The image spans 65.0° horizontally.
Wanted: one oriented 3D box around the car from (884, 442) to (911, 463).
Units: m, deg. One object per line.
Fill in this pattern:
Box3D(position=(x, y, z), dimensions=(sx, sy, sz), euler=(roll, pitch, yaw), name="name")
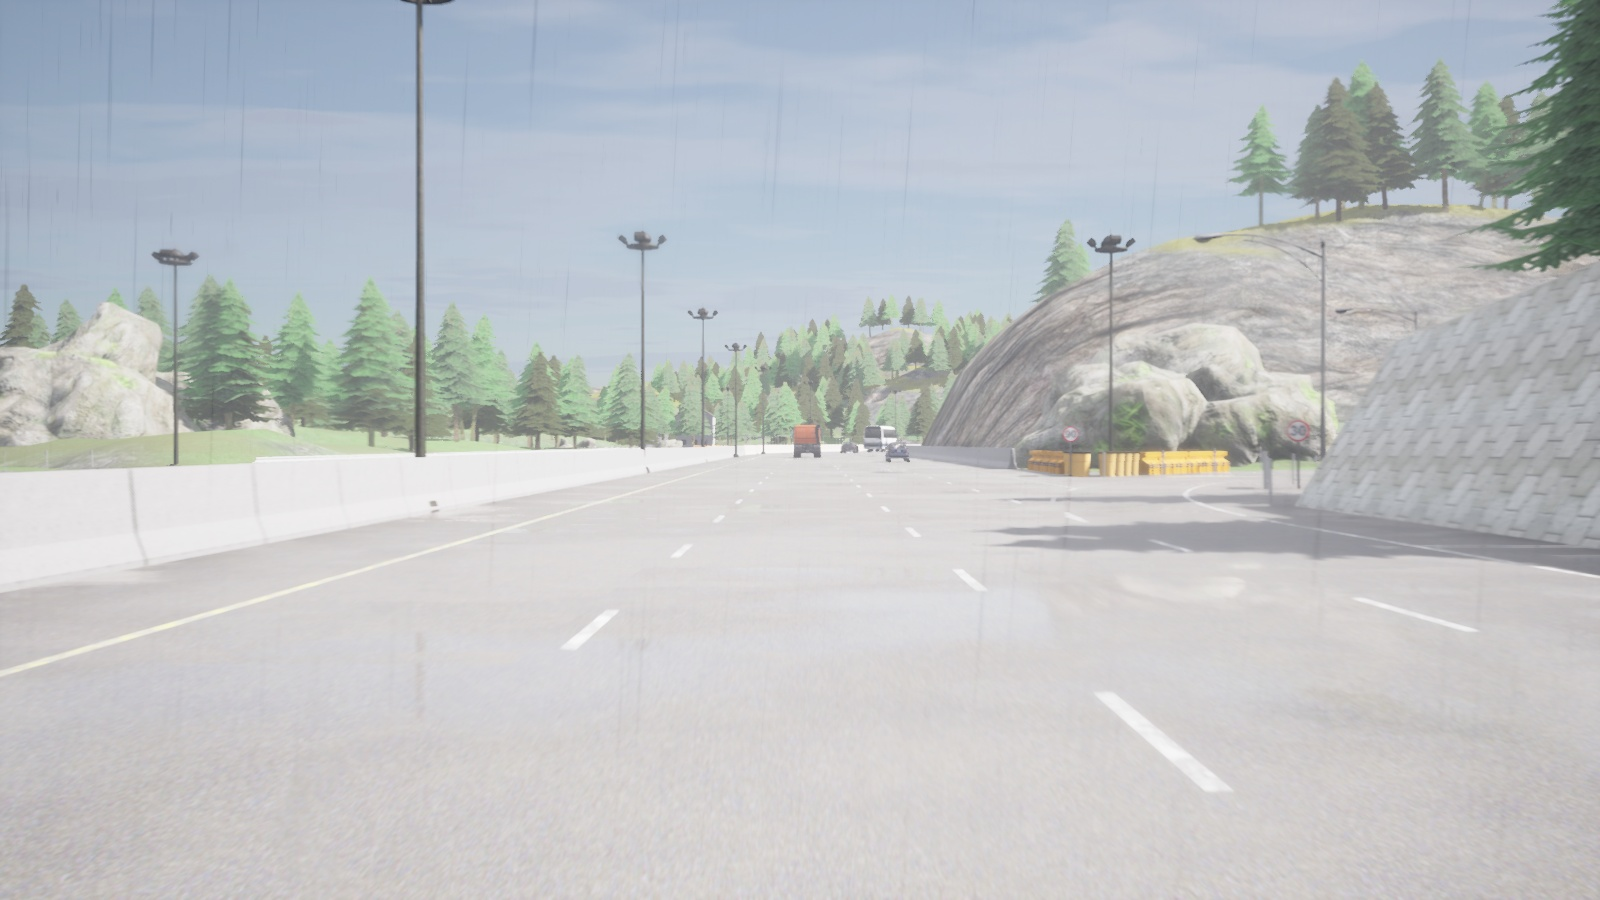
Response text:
Box3D(position=(7.572, 0.186, 97.875), dimensions=(1.789, 1.549, 3.705), euler=(0, 0, 0), name="car")
